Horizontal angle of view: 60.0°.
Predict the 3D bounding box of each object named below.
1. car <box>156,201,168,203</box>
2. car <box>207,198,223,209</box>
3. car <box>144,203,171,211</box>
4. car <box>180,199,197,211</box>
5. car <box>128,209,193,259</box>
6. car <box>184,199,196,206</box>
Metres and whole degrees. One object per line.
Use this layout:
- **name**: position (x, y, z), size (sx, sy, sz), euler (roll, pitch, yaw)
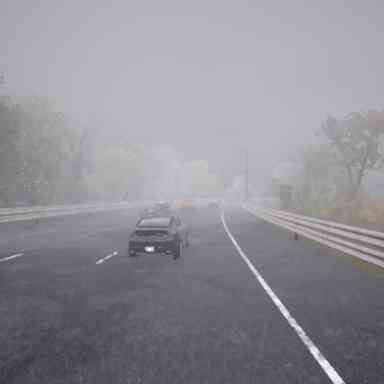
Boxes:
- **car**: position (-4.353, 2.059, 49.530), size (1.882, 1.535, 5.008), euler (0, -1, 7)
- **car**: position (4.014, 2.230, 58.983), size (1.812, 1.442, 4.674), euler (0, -1, 8)
- **car**: position (-3.183, 1.946, 29.801), size (1.895, 1.301, 4.718), euler (0, -1, 6)
- **car**: position (-0.547, 1.962, 51.663), size (2.097, 1.767, 4.553), euler (0, -1, 8)
- **car**: position (-1.195, 1.663, 13.414), size (1.837, 1.490, 4.892), euler (0, -1, 5)
- **car**: position (-0.384, 2.395, 76.431), size (1.882, 1.535, 5.008), euler (0, -1, 9)
